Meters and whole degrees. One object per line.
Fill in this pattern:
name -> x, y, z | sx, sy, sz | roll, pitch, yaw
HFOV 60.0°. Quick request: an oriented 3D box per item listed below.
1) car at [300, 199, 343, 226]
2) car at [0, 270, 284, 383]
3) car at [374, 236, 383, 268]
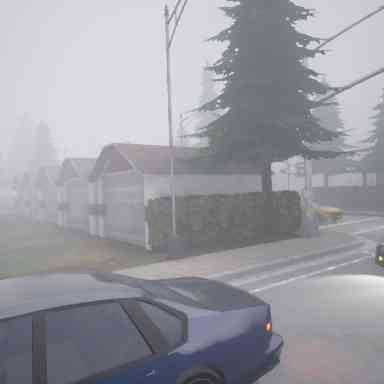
car -> 6.832, 1.158, 20.798 | 1.882, 1.535, 5.008 | -2, 1, -35
car -> -1.575, 1.536, 2.846 | 5.357, 1.411, 2.033 | -2, 1, -34
car -> 6.489, 1.215, 8.532 | 4.181, 1.385, 1.994 | -1, 0, -37
